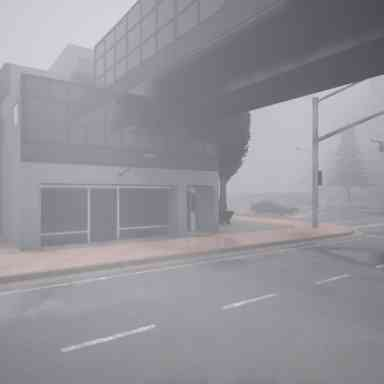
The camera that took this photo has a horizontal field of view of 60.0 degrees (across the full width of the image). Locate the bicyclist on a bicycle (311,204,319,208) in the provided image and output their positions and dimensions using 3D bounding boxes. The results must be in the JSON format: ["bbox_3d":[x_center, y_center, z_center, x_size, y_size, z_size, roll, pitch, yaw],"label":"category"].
[{"bbox_3d":[15.784,1.336,42.726,1.656,1.620,0.582,0,0,-36],"label":"bicyclist on a bicycle"}]

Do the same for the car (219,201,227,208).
[{"bbox_3d":[2.546,1.589,42.339,1.994,1.385,4.181,0,0,-36],"label":"car"}]

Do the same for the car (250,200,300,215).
[{"bbox_3d":[8.358,1.572,34.237,2.033,1.411,5.357,0,0,-36],"label":"car"}]
